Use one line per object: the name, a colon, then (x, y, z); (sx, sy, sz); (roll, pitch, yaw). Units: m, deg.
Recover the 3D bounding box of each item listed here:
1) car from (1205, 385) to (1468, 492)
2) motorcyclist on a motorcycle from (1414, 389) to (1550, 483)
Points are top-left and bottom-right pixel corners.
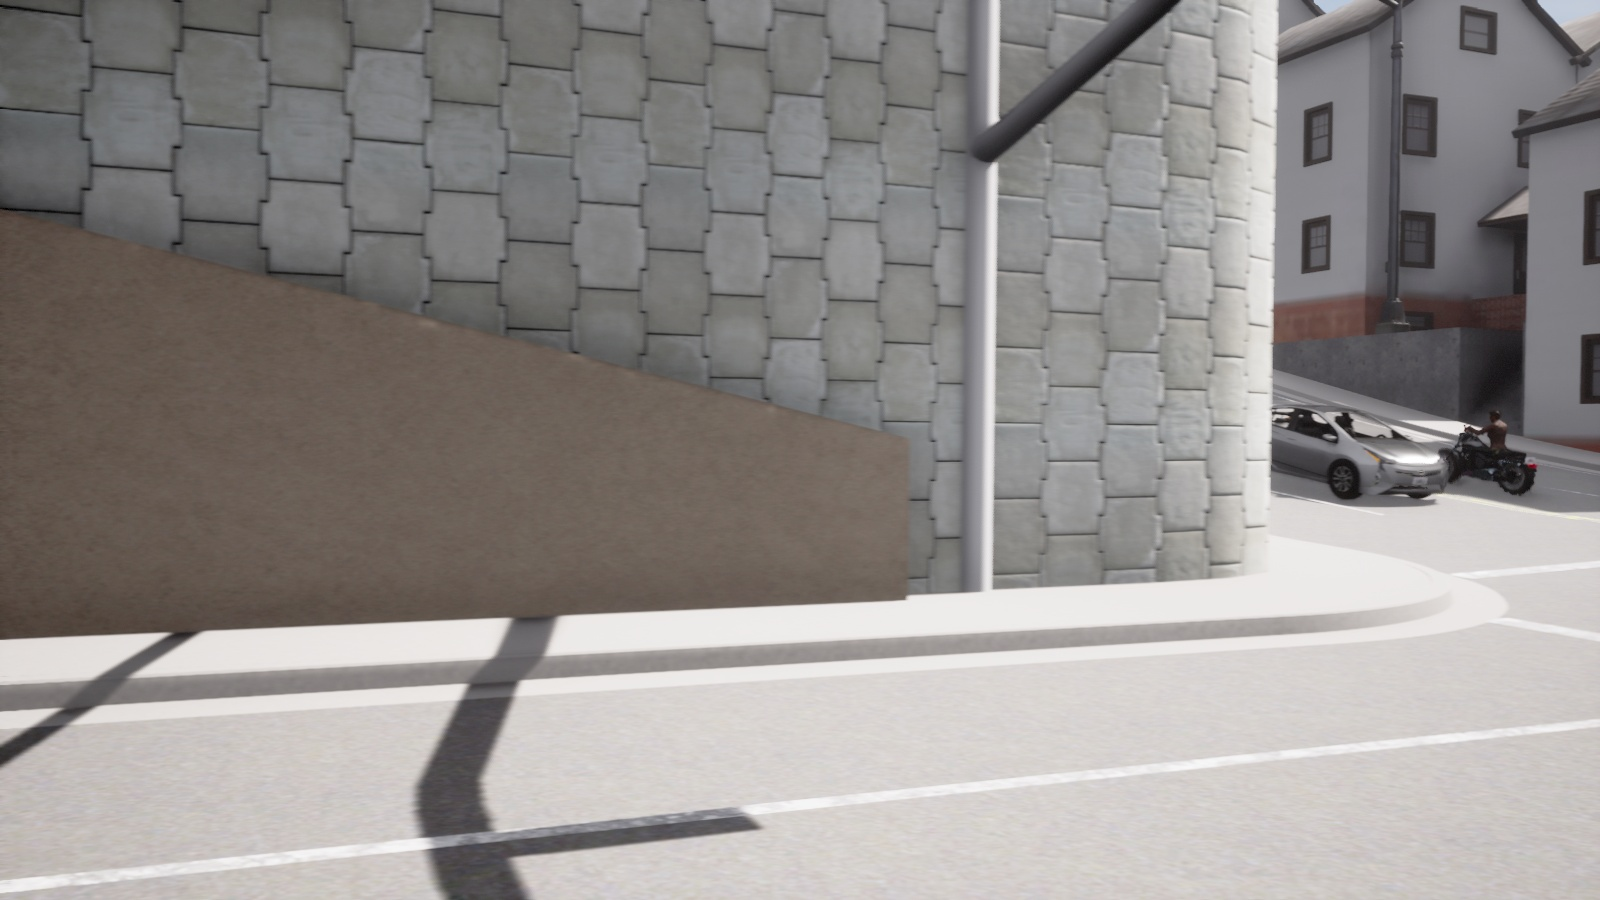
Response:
car: (10.073, -0.319, 24.029); (2.007, 1.525, 4.514); (-1, 7, -20)
motorcyclist on a motorcycle: (13.472, -0.318, 24.920); (0.766, 1.649, 2.350); (-1, 6, -20)
